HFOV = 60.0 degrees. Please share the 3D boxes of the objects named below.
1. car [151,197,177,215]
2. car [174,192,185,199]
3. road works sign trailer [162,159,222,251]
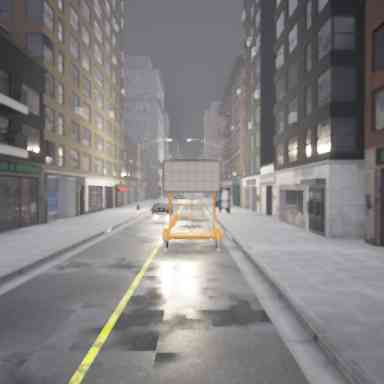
[{"bbox_3d":[-2.848,1.448,32.772,1.994,1.385,4.181,0,0,0],"label":"car"},{"bbox_3d":[-2.760,0.761,73.976,2.150,2.045,5.566,0,0,0],"label":"car"},{"bbox_3d":[-0.002,0.418,13.843,2.380,3.560,2.880,0,0,0],"label":"road works sign trailer"}]
